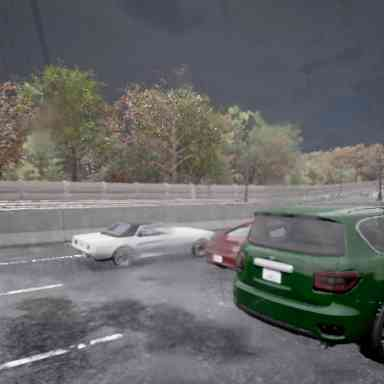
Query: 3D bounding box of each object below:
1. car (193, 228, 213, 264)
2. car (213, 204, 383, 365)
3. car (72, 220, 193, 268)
[{"bbox_3d":[2.538,1.546,9.861,4.674,1.442,1.812,0,0,-35],"label":"car"},{"bbox_3d":[3.267,1.237,6.077,5.566,2.045,2.150,0,0,-35],"label":"car"},{"bbox_3d":[-1.428,1.615,11.329,4.718,1.301,1.895,0,0,-36],"label":"car"}]
